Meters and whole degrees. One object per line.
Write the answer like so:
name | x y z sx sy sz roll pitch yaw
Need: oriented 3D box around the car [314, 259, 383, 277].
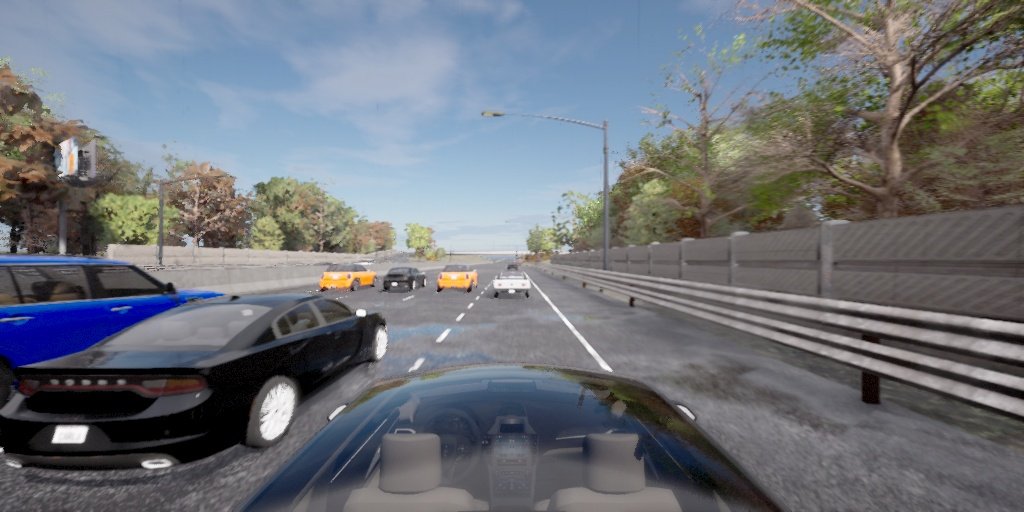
car | -10.403 1.284 23.264 2.097 1.767 4.553 0 -1 0

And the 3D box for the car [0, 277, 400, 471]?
car | -3.432 1.256 5.267 1.882 1.535 5.008 0 -1 0

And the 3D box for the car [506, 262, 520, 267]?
car | 0.068 1.848 62.941 1.837 1.490 4.892 0 -1 0

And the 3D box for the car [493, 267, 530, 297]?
car | -0.006 1.516 20.329 1.895 1.301 4.718 0 -1 0

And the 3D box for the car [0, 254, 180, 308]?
car | -6.932 0.997 5.321 2.150 2.045 5.566 0 0 0

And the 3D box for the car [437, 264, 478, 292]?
car | -3.401 1.290 23.220 2.097 1.767 4.553 0 -1 0

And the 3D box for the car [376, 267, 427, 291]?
car | -6.901 1.442 23.500 1.837 1.490 4.892 0 -1 0
